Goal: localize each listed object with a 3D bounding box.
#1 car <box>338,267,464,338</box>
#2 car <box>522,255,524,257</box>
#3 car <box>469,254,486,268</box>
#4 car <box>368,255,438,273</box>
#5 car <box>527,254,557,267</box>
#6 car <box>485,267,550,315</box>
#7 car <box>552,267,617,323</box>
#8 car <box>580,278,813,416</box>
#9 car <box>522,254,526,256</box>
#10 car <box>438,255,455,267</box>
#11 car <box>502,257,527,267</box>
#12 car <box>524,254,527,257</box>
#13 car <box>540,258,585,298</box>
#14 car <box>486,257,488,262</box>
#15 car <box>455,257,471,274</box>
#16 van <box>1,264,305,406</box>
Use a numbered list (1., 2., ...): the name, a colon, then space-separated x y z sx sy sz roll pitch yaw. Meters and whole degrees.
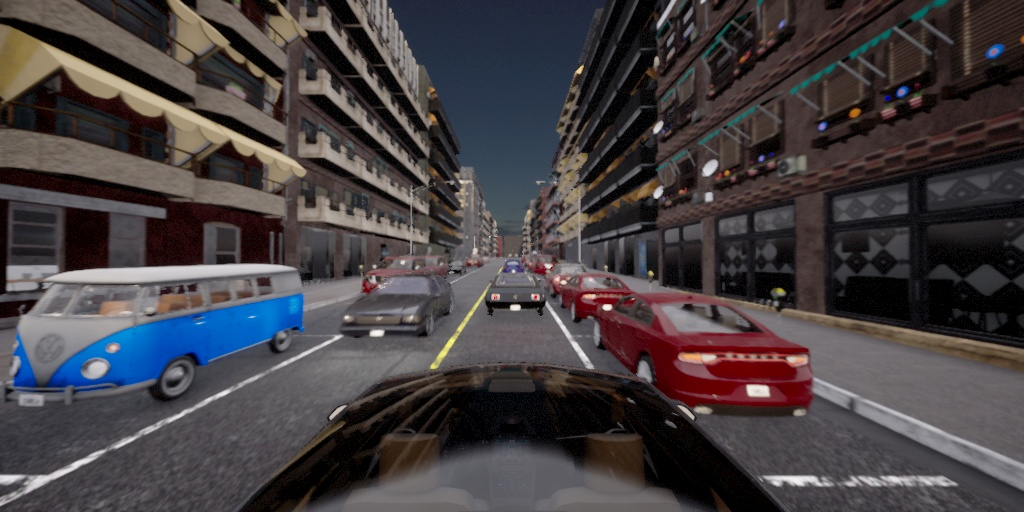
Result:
1. car: -2.841 1.219 10.210 2.033 1.411 5.357 0 1 0
2. car: 2.571 0.940 50.240 1.802 1.307 4.207 0 0 0
3. car: -5.277 0.669 50.301 2.192 1.841 5.009 0 0 0
4. car: -5.303 0.926 17.121 2.192 1.841 5.009 0 0 0
5. car: 2.554 0.836 28.115 2.192 1.841 5.009 0 0 0
6. car: 0.109 1.249 13.025 1.895 1.301 4.718 0 0 0
7. car: 2.575 1.208 11.523 1.888 1.381 4.507 0 0 0
8. car: 2.571 1.257 5.993 1.888 1.381 4.507 0 0 0
9. car: 2.579 0.603 61.301 2.192 1.841 5.009 0 0 0
10. car: -5.299 0.879 22.650 2.192 1.841 5.009 0 0 0
11. car: 0.124 1.026 30.631 1.812 1.442 4.674 0 0 0
12. car: 2.562 0.876 39.177 1.967 1.591 4.097 0 0 0
13. car: 2.587 1.055 17.054 1.967 1.591 4.097 0 0 0
14. car: -5.273 0.864 55.832 1.888 1.381 4.507 0 0 0
15. car: -5.290 1.040 33.712 1.948 1.339 4.313 0 0 0
16. van: -5.312 1.049 6.061 1.690 1.789 3.998 0 0 0
